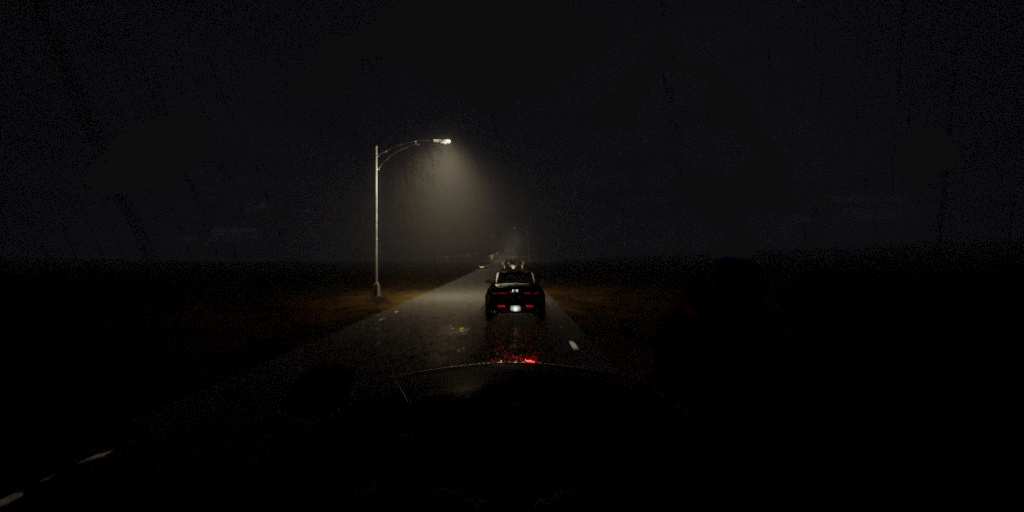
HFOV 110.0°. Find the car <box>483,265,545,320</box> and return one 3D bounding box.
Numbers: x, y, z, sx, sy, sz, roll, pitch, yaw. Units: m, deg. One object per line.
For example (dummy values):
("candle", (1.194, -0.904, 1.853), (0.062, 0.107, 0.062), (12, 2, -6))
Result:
("car", (0.102, 1.246, 12.651), (1.837, 1.490, 4.892), (0, 0, 0))

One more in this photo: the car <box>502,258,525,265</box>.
("car", (0.107, 1.002, 33.238), (2.097, 1.767, 4.553), (0, 0, 0))

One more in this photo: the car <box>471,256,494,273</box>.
("car", (-2.742, 0.786, 34.035), (2.128, 1.511, 4.902), (0, 0, 0))
